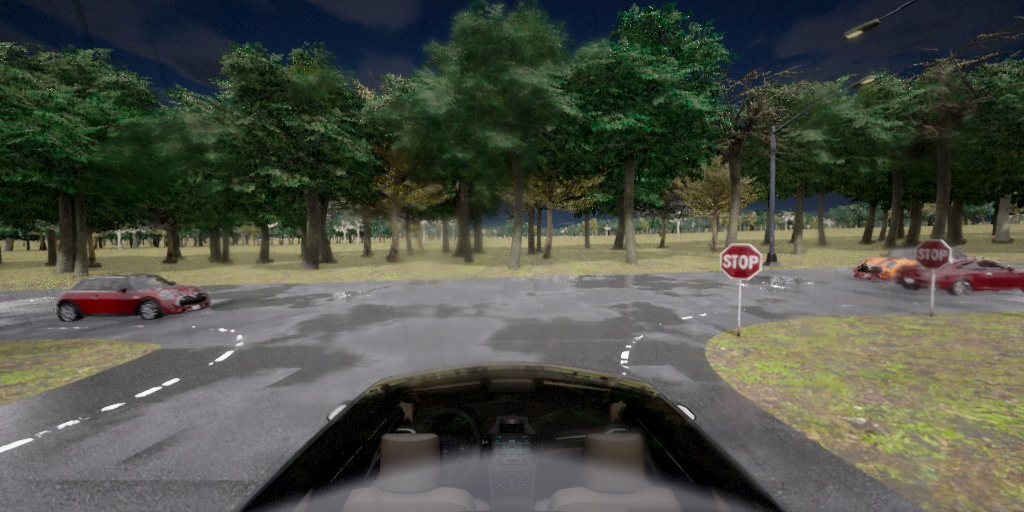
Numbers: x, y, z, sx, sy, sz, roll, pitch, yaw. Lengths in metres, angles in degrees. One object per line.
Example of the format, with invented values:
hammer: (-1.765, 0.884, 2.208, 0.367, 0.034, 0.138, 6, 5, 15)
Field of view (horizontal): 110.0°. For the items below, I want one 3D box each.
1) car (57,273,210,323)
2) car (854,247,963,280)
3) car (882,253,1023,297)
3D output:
car: (-14.905, 1.526, 14.299, 4.553, 1.767, 2.097, -1, 3, 0)
car: (20.169, 0.358, 18.063, 4.553, 1.767, 2.097, -2, 3, 0)
car: (18.361, 0.783, 14.481, 4.674, 1.442, 1.812, -2, 3, 0)
